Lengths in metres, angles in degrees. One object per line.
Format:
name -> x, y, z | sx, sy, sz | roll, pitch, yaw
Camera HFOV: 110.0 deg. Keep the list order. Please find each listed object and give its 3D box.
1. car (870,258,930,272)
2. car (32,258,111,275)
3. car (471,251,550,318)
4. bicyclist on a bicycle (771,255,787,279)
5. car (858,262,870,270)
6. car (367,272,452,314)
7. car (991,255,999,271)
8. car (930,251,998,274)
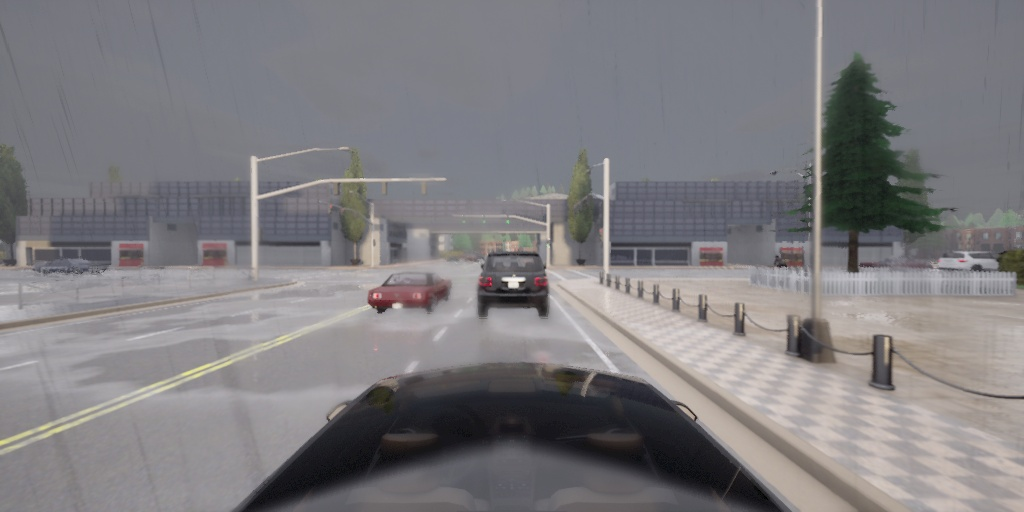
car -> 38.555, 0.903, 35.295 | 4.181, 1.385, 1.994 | 0, 1, 0
car -> -39.282, 0.923, 32.023 | 5.357, 1.411, 2.033 | 0, 1, 2
car -> 0.052, 0.839, 12.437 | 2.150, 2.045, 5.566 | 0, 1, 0
bicyclist on a bicycle -> 18.157, 0.773, 24.389 | 0.582, 1.620, 1.656 | 0, 0, 0
car -> 40.505, 0.897, 38.778 | 4.718, 1.301, 1.895 | 0, 1, 1
car -> -3.442, 1.211, 13.086 | 1.895, 1.301, 4.718 | 0, 1, 0
car -> 41.717, 0.919, 28.169 | 4.902, 1.511, 2.128 | 0, 1, 1
car -> 41.277, 0.607, 31.671 | 5.566, 2.045, 2.150 | 0, 1, 1
